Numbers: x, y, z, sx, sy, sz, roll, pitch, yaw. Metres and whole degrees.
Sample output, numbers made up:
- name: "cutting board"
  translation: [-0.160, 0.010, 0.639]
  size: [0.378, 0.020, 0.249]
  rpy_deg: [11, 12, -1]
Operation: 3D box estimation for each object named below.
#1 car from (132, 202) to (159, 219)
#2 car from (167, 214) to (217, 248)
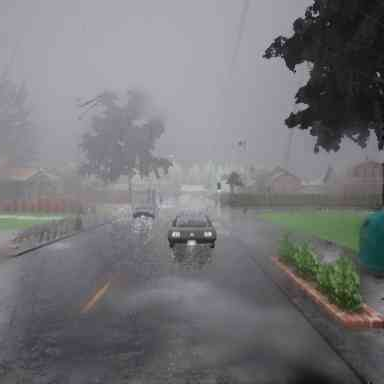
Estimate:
- name: "car"
  translation: [-4.000, 1.600, 29.640]
  size: [2.033, 1.411, 5.357]
  rpy_deg: [0, 0, 0]
- name: "car"
  translation: [0.000, 1.614, 14.680]
  size: [1.895, 1.301, 4.718]
  rpy_deg: [0, 0, 0]
